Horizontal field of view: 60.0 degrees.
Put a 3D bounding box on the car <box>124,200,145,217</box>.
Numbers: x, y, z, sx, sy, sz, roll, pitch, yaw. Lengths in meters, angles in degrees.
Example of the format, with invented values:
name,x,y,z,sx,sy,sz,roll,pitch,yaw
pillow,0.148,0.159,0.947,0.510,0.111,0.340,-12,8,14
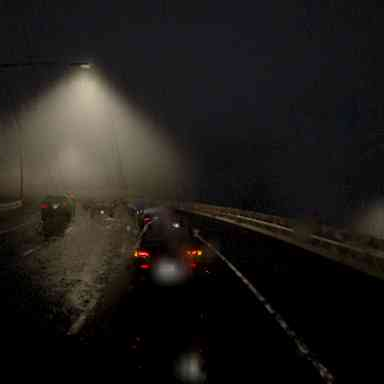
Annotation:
name,x,y,z,sx,sy,sz,roll,pitch,yaw
car,-5.104,1.547,31.917,1.812,1.442,4.674,0,0,-17

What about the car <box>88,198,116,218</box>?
name,x,y,z,sx,sy,sz,roll,pitch,yaw
car,-8.304,1.522,30.508,1.837,1.490,4.892,0,-2,-17

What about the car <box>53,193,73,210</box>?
name,x,y,z,sx,sy,sz,roll,pitch,yaw
car,-16.900,1.252,43.298,2.150,2.045,5.566,0,-1,-24

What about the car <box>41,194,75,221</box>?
name,x,y,z,sx,sy,sz,roll,pitch,yaw
car,-11.185,1.247,28.057,2.150,2.045,5.566,0,0,-15

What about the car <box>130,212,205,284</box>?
name,x,y,z,sx,sy,sz,roll,pitch,yaw
car,-0.730,1.531,9.553,1.812,1.442,4.674,0,0,-5

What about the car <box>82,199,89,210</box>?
name,x,y,z,sx,sy,sz,roll,pitch,yaw
car,-13.052,1.597,43.273,1.994,1.385,4.181,0,0,-24

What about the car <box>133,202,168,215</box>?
name,x,y,z,sx,sy,sz,roll,pitch,yaw
car,-2.396,1.560,20.850,2.033,1.411,5.357,0,0,-11

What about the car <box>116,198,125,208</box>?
name,x,y,z,sx,sy,sz,roll,pitch,yaw
car,-10.008,1.533,44.993,1.837,1.490,4.892,0,-1,-23
